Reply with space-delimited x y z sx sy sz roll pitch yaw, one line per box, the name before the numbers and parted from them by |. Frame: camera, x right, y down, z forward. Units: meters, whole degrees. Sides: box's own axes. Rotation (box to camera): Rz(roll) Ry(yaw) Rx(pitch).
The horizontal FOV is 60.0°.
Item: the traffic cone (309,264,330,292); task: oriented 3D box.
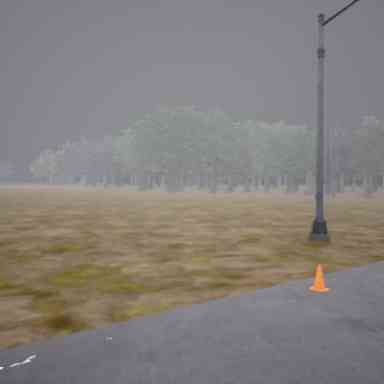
traffic cone | 3.025 2.008 7.878 0.340 0.580 0.340 1 0 -35
